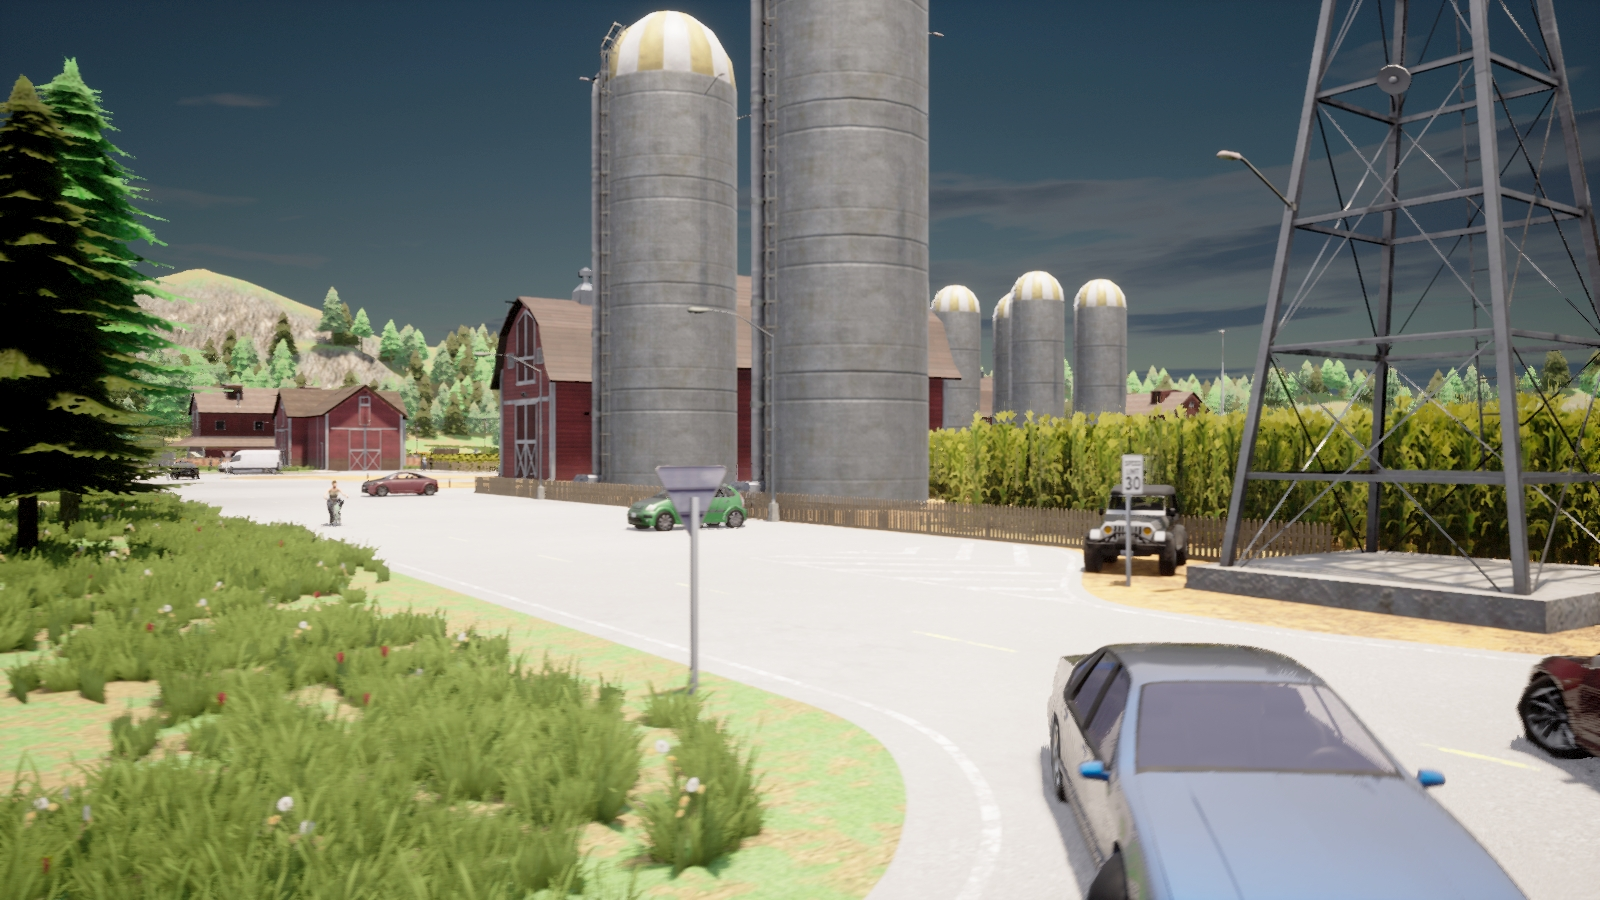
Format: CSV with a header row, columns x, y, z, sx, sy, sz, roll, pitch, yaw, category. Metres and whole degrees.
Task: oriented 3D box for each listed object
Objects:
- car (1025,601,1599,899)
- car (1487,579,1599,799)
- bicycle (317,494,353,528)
x,y,z,sx,sy,sz,roll,pitch,yaw,category
2.758,2.078,7.576,2.033,1.411,5.357,0,0,6,car
7.335,2.029,8.534,2.163,1.488,4.792,1,1,10,car
-16.082,2.107,39.529,0.859,1.080,1.487,0,0,-34,bicycle
